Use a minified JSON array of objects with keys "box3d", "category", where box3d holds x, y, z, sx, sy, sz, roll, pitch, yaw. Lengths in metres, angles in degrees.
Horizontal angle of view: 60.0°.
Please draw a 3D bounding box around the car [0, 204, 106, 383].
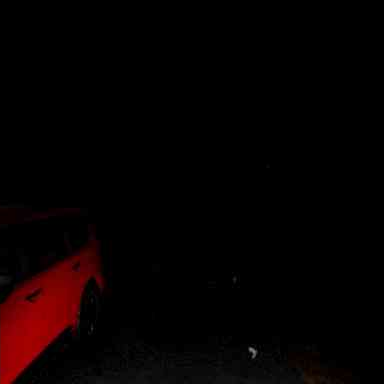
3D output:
[{"box3d":[-2.584,1.203,3.400,2.150,2.045,5.566,0,0,2],"category":"car"}]
